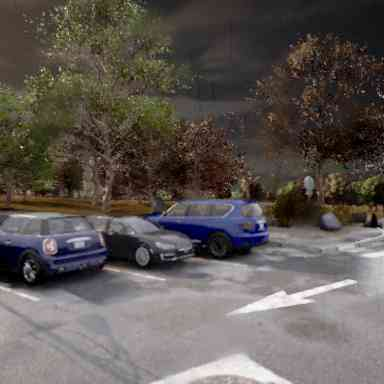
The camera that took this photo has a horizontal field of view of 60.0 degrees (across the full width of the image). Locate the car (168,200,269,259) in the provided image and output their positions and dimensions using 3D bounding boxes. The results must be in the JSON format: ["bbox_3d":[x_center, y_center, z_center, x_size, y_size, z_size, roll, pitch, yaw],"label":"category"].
[{"bbox_3d":[0.251,1.321,13.226,5.566,2.045,2.435,-1,-1,35],"label":"car"}]

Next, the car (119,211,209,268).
[{"bbox_3d":[-2.186,1.540,11.466,4.892,1.521,2.231,-1,-2,34],"label":"car"}]

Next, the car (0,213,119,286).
[{"bbox_3d":[-4.619,1.380,9.688,4.553,1.767,2.185,-1,-1,34],"label":"car"}]
